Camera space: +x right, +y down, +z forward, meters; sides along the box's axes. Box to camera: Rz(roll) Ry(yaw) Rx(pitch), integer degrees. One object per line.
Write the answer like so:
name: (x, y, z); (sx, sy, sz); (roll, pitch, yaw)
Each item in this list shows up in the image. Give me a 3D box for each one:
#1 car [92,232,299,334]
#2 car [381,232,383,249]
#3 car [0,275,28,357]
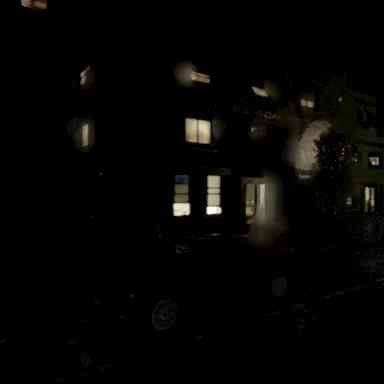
car: (0.275, 1.567, 6.771); (4.507, 1.381, 1.887); (0, -1, -36)
car: (9.259, 1.613, 13.200); (4.313, 1.339, 1.947); (0, -1, -36)
car: (-4.217, 1.562, 3.555); (4.403, 1.369, 2.008); (0, 0, -36)
